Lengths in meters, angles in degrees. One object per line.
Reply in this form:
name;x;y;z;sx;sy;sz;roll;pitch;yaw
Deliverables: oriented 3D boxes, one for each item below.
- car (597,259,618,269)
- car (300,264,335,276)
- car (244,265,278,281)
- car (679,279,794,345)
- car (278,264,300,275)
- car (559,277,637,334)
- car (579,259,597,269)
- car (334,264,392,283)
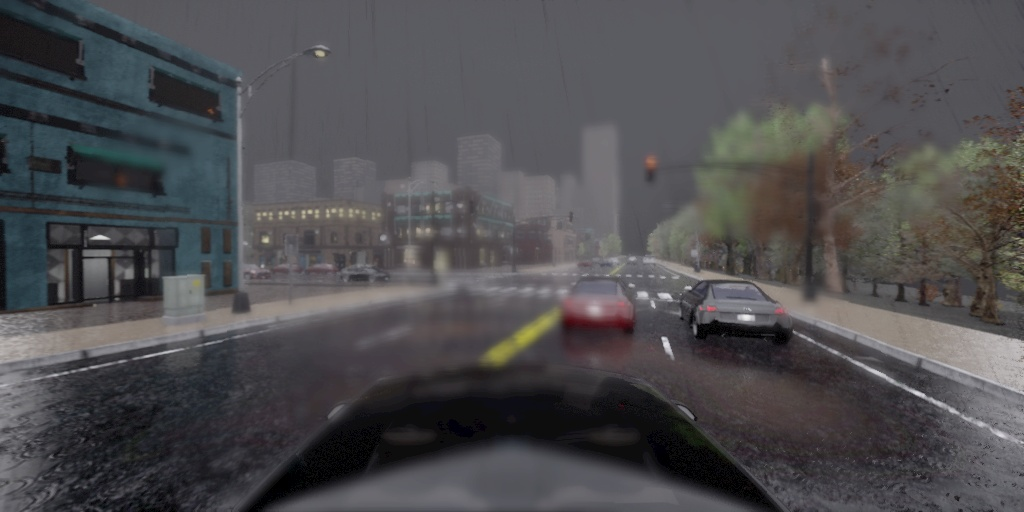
car;14.697;1.359;54.919;1.895;1.301;4.718;0;0;20
car;-22.156;1.609;42.017;4.207;1.307;1.802;0;0;19
car;-24.944;1.546;34.114;4.097;1.591;1.967;0;0;19
car;5.796;1.323;9.753;1.994;1.385;4.181;0;0;19
car;-27.375;1.661;43.859;4.207;1.307;1.802;0;0;19
car;2.725;1.317;10.818;1.994;1.385;4.181;0;0;19
car;11.631;1.353;55.998;1.895;1.301;4.718;0;0;20
car;-11.899;1.539;29.380;4.313;1.339;1.948;0;0;19
